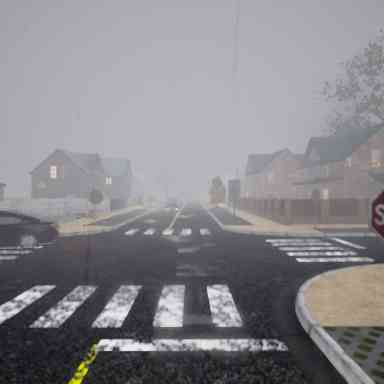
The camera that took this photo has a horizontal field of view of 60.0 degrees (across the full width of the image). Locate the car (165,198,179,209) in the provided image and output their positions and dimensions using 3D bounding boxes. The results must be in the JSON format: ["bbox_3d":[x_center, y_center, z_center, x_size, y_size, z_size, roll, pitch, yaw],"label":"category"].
[{"bbox_3d":[-2.797,1.598,47.523,2.033,1.411,5.357,0,0,0],"label":"car"}]

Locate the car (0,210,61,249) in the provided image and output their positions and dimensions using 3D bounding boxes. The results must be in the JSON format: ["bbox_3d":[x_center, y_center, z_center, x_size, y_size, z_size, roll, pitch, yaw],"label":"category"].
[{"bbox_3d":[-8.052,1.513,13.602,5.008,1.535,1.882,-1,4,-14],"label":"car"}]
